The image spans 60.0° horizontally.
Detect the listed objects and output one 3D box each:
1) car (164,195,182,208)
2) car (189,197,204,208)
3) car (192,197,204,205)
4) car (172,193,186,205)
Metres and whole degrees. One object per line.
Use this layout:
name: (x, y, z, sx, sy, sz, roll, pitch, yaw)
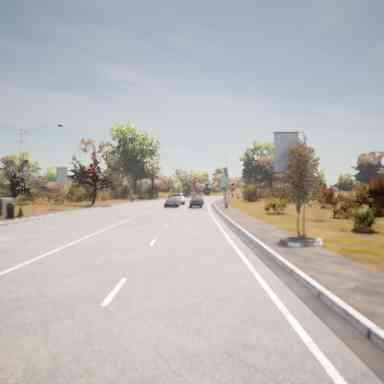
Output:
car: (-2.898, 1.556, 47.902, 1.994, 1.385, 4.181, 0, 0, 3)
car: (0.583, 1.497, 47.380, 1.837, 1.490, 4.892, 0, 0, 3)
car: (1.095, 1.554, 57.607, 1.994, 1.385, 4.181, 0, 0, 4)
car: (-2.395, 1.208, 57.861, 2.150, 2.045, 5.566, 0, 0, 4)
